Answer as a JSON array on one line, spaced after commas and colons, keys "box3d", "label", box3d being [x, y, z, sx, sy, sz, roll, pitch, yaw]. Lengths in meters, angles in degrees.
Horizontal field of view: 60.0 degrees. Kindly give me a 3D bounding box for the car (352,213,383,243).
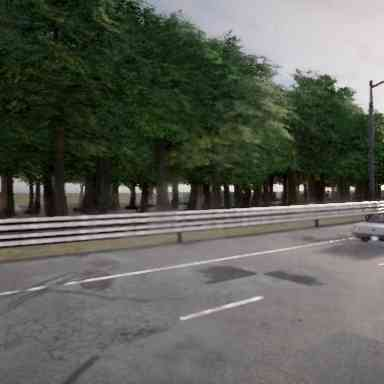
[{"box3d": [9.080, 1.532, 14.520, 4.718, 1.301, 1.895, -1, 0, -35], "label": "car"}]
